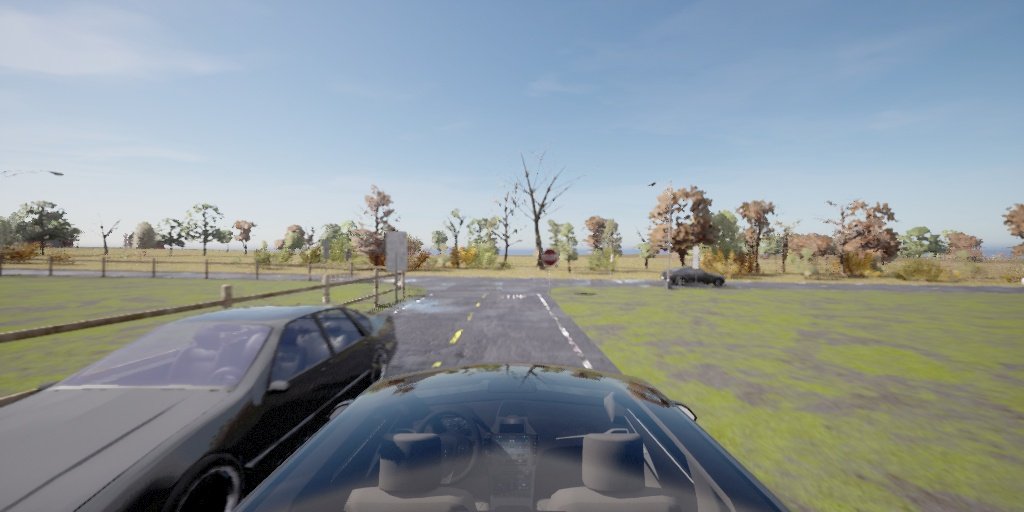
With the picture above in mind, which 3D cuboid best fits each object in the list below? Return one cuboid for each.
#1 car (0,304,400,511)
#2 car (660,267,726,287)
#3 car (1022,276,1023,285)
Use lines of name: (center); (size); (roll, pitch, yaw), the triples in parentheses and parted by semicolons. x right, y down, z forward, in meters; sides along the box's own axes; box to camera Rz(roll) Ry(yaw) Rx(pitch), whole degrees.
car: (-2.841, 1.295, 3.951); (2.033, 1.411, 5.357); (0, 0, 0)
car: (13.907, 1.550, 27.665); (4.674, 1.442, 1.812); (1, 1, 0)
car: (43.072, 1.760, 27.564); (5.566, 2.045, 2.150); (1, 1, 0)
